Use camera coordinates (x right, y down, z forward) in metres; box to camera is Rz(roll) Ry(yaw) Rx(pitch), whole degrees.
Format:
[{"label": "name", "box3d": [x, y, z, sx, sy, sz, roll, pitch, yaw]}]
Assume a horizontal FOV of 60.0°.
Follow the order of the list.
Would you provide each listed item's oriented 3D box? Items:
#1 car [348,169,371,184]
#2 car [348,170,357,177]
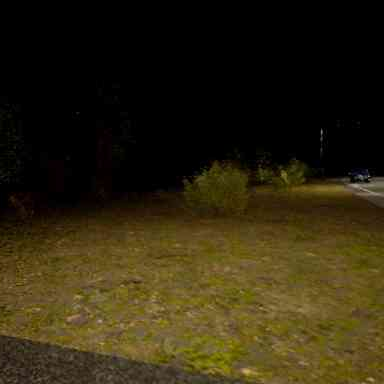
[{"label": "car", "box3d": [23.738, -2.241, 47.097, 2.150, 2.045, 5.566, -1, 3, 20]}, {"label": "car", "box3d": [40.039, -4.641, 83.051, 1.882, 1.535, 5.008, -1, 3, 23]}]
